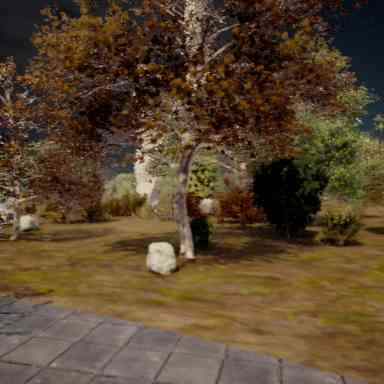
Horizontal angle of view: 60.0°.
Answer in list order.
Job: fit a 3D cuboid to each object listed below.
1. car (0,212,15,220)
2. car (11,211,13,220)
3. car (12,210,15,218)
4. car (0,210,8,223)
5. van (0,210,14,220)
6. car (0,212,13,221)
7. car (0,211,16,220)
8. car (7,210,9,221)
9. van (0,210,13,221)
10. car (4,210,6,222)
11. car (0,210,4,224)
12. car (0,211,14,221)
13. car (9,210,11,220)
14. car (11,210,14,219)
[{"bbox_3d":[-37.403,4.743,65.075,4.892,1.521,2.231,0,-3,-26],"label":"car"},{"bbox_3d":[-30.190,3.917,50.225,4.674,1.452,2.002,0,-3,-26],"label":"car"},{"bbox_3d":[-32.618,4.211,55.165,4.792,1.488,2.163,0,-3,-26],"label":"car"},{"bbox_3d":[-29.016,3.597,47.741,4.553,1.767,2.185,0,-3,-26],"label":"car"},{"bbox_3d":[-38.712,4.647,67.514,4.442,1.987,1.878,0,-2,-26],"label":"van"},{"bbox_3d":[-33.765,4.354,57.664,4.792,1.488,2.163,0,-3,-26],"label":"car"},{"bbox_3d":[-39.778,4.869,70.048,4.553,1.767,2.185,0,-2,-26],"label":"car"},{"bbox_3d":[-25.355,3.260,40.338,4.792,1.488,2.163,0,-3,-26],"label":"car"},{"bbox_3d":[-34.895,4.242,60.186,4.442,1.987,1.878,0,-3,-26],"label":"van"},{"bbox_3d":[-22.989,2.886,35.383,5.008,1.535,2.097,0,-3,-26],"label":"car"},{"bbox_3d":[-21.789,2.712,32.909,4.892,1.521,2.231,0,-4,-26],"label":"car"},{"bbox_3d":[-36.283,4.489,62.708,4.553,1.767,2.185,0,-3,-26],"label":"car"},{"bbox_3d":[-26.753,3.395,42.725,5.366,1.575,1.946,0,-3,-26],"label":"car"},{"bbox_3d":[-31.386,4.070,52.701,4.674,1.452,2.002,0,-3,-26],"label":"car"}]
